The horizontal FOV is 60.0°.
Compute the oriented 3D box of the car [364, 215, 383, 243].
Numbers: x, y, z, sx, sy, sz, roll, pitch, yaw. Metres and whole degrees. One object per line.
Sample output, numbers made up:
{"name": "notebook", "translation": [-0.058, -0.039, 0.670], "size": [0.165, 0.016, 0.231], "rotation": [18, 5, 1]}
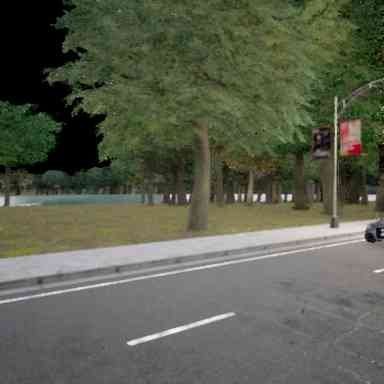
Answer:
{"name": "car", "translation": [9.237, 1.490, 14.261], "size": [4.181, 1.385, 1.994], "rotation": [0, 0, -35]}
